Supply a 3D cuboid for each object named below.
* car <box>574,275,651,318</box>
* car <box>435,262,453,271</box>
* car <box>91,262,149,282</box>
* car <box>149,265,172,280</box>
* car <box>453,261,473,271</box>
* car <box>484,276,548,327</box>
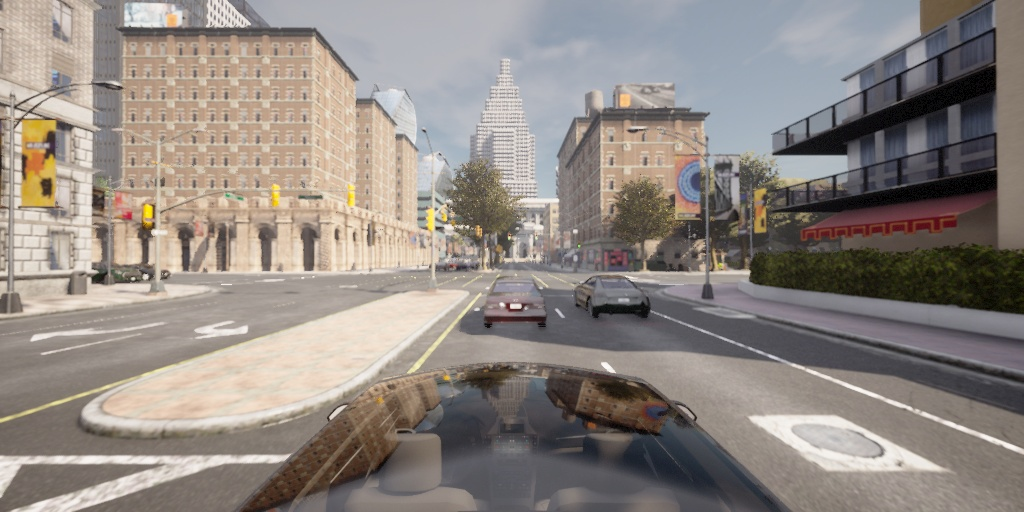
[{"bbox_3d":[3.583,1.398,13.499,1.994,1.385,4.181,0,0,0],"label":"car"},{"bbox_3d":[-11.640,1.686,59.691,1.812,1.442,4.674,0,0,0],"label":"car"},{"bbox_3d":[-33.355,1.299,29.441,4.553,1.767,2.097,0,0,0],"label":"car"},{"bbox_3d":[-34.198,1.477,32.935,4.892,1.490,1.837,0,0,0],"label":"car"},{"bbox_3d":[-8.138,1.762,59.813,1.895,1.301,4.718,0,0,0],"label":"car"},{"bbox_3d":[0.087,1.369,11.830,2.033,1.411,5.357,0,0,0],"label":"car"}]
